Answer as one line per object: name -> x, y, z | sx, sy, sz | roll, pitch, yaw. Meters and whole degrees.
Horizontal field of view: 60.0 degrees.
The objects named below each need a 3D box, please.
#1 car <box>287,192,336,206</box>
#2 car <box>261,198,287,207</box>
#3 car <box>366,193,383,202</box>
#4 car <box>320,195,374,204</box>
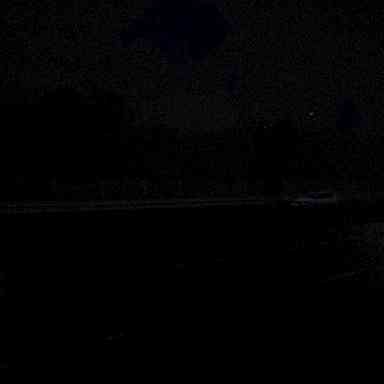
car -> 12.722, 0.989, 34.071 | 5.566, 2.045, 2.150 | -1, 1, -34
car -> 9.716, 1.380, 36.264 | 4.718, 1.301, 1.895 | -1, 0, -34
car -> 25.223, 0.956, 46.529 | 4.902, 1.511, 2.128 | -2, 1, -32
car -> 14.525, 1.278, 31.062 | 4.892, 1.490, 1.837 | -1, 0, -34
